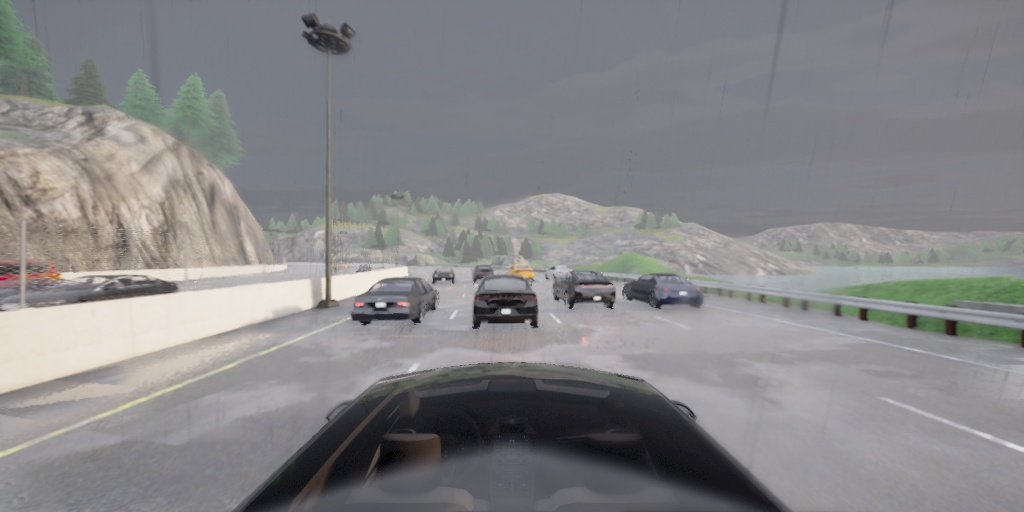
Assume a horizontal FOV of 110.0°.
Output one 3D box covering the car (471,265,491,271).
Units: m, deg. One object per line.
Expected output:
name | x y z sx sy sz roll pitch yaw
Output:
car | -2.687 1.593 33.114 1.837 1.490 4.892 0 -1 -10

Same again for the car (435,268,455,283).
car | -5.997 1.690 31.831 1.895 1.301 4.718 0 -1 -9

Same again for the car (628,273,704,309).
car | 6.466 1.434 15.805 1.994 1.385 4.181 0 -1 -4

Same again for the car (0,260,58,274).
car | -21.641 1.191 14.225 2.150 2.045 5.566 0 -1 -5

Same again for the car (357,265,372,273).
car | -22.411 1.998 54.843 1.994 1.385 4.181 0 -1 -18

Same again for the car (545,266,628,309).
car | 2.977 1.374 15.634 2.128 1.511 4.902 0 -1 -4

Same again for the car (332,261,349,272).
car | -25.744 1.531 53.773 1.882 1.535 5.008 0 -1 -18

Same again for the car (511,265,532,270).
car | 0.721 1.560 33.917 1.882 1.535 5.008 0 -1 -10

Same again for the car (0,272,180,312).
car | -14.545 1.417 12.767 2.128 1.511 4.902 0 -1 -4

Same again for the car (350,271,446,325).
car | -3.770 1.425 12.421 2.033 1.411 5.357 0 -1 -3

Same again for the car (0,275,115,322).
car | -18.104 1.511 13.447 1.994 1.385 4.181 0 -1 -4

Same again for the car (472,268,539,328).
car | -0.272 1.335 11.918 1.882 1.535 5.008 0 -1 -3
